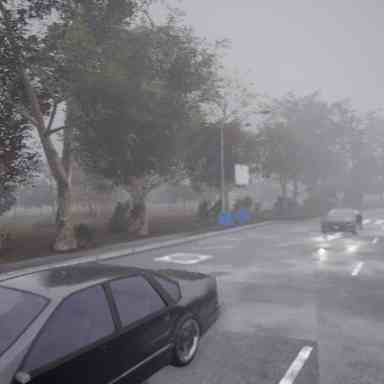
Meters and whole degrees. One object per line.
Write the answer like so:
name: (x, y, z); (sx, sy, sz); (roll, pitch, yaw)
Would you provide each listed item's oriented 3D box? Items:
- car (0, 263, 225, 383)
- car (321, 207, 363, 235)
car: (-1.514, 1.661, 3.852); (2.033, 1.411, 5.357); (-2, -1, 32)
car: (9.401, 1.695, 20.695); (1.882, 1.535, 5.008); (-2, -1, 33)
